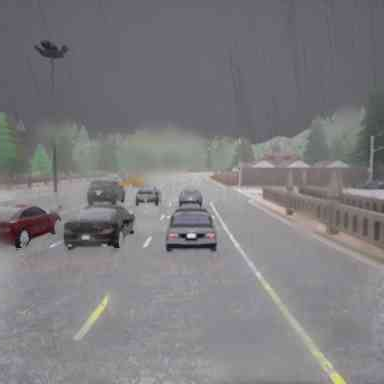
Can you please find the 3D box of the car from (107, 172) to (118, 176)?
[{"bbox_3d":[-21.469,-4.288,89.714,2.150,2.045,5.566,0,4,0],"label":"car"}]

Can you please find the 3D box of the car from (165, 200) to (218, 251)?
[{"bbox_3d":[-0.029,1.316,13.024,2.033,1.411,5.357,0,3,0],"label":"car"}]

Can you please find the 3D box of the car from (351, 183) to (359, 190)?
[{"bbox_3d":[25.646,-0.998,47.276,5.357,1.411,2.033,0,4,2],"label":"car"}]

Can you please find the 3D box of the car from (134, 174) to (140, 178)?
[{"bbox_3d":[-14.469,-4.165,89.823,2.097,1.767,4.553,0,4,0],"label":"car"}]

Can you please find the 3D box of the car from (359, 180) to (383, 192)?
[{"bbox_3d":[25.558,-0.754,43.786,5.357,1.411,2.033,0,4,2],"label":"car"}]

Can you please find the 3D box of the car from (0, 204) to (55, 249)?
[{"bbox_3d":[-7.028,1.225,13.469,1.882,1.535,5.008,0,3,0],"label":"car"}]

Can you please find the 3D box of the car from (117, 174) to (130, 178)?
[{"bbox_3d":[-17.969,-3.992,89.785,2.128,1.511,4.902,0,4,0],"label":"car"}]

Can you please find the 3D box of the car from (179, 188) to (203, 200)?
[{"bbox_3d":[-0.114,0.346,28.272,1.994,1.385,4.181,0,4,0],"label":"car"}]

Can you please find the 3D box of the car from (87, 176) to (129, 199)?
[{"bbox_3d":[-7.115,0.019,27.942,2.150,2.045,5.566,0,4,0],"label":"car"}]

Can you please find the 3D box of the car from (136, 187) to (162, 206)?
[{"bbox_3d":[-3.613,0.276,28.248,2.128,1.511,4.902,0,4,0],"label":"car"}]

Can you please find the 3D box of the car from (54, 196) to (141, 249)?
[{"bbox_3d":[-3.528,1.224,13.494,1.882,1.535,5.008,0,3,0],"label":"car"}]
